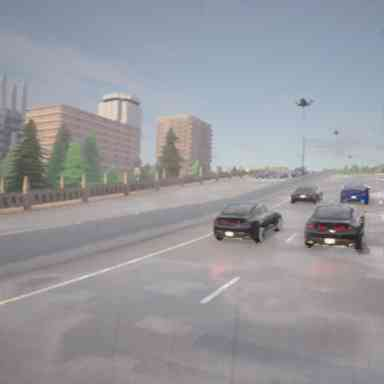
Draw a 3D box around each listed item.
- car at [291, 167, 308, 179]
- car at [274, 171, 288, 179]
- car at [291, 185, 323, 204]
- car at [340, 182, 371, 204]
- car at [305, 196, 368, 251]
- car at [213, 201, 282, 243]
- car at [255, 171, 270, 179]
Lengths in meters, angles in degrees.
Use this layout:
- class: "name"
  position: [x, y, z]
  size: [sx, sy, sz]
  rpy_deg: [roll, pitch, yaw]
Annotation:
- class: "car"
  position: [19.781, -3.489, 60.900]
  size: [2.150, 2.045, 5.566]
  rpy_deg: [1, 6, 29]
- class: "car"
  position: [16.754, -3.214, 62.656]
  size: [1.812, 1.442, 4.674]
  rpy_deg: [0, 6, 29]
- class: "car"
  position: [9.442, 0.113, 27.212]
  size: [1.994, 1.385, 4.181]
  rpy_deg: [0, 6, 29]
- class: "car"
  position: [12.844, -0.016, 26.134]
  size: [1.882, 1.535, 5.008]
  rpy_deg: [0, 6, 29]
- class: "car"
  position: [5.645, 1.198, 12.910]
  size: [1.837, 1.490, 4.892]
  rpy_deg: [0, 4, 29]
- class: "car"
  position: [2.571, 1.176, 14.584]
  size: [1.837, 1.490, 4.892]
  rpy_deg: [0, 4, 29]
- class: "car"
  position: [13.652, -3.254, 64.270]
  size: [1.837, 1.490, 4.892]
  rpy_deg: [1, 6, 29]
